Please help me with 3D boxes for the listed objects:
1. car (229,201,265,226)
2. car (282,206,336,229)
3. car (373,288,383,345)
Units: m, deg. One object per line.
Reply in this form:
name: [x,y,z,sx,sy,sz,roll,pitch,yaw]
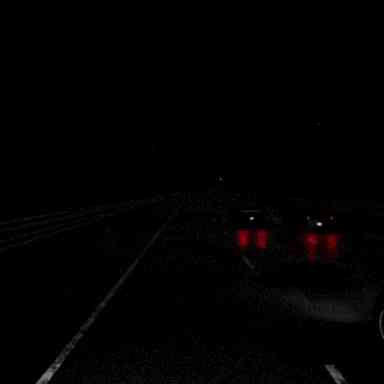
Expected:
car: [3.601,1.368,22.397,2.128,1.511,4.902,0,0,0]
car: [7.101,1.486,20.752,1.895,1.301,4.718,0,0,0]
car: [3.601,1.509,3.000,1.812,1.442,4.674,0,0,0]
